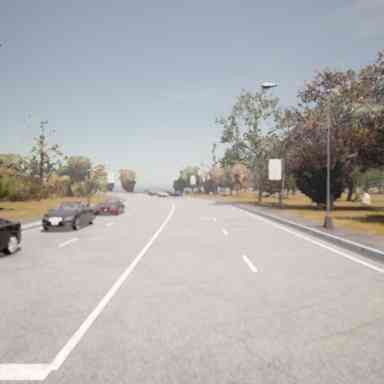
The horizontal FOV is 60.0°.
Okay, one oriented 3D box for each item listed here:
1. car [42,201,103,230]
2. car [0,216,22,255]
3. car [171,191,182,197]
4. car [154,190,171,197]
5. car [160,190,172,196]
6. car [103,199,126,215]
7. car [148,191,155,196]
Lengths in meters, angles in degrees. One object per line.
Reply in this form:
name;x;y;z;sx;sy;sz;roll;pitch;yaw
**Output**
car;-7.133;1.330;19.708;2.128;1.511;4.902;0;1;0
car;-7.109;1.400;10.064;1.882;1.535;5.008;0;0;0
car;-3.834;0.475;81.290;1.882;1.535;5.008;0;1;-18
car;-7.111;0.606;80.053;1.895;1.301;4.718;0;1;-18
car;-7.164;0.210;91.074;1.882;1.535;5.008;0;1;-22
car;-7.232;1.294;29.728;1.994;1.385;4.181;0;1;0
car;-10.412;0.343;89.766;1.895;1.301;4.718;0;1;-22
